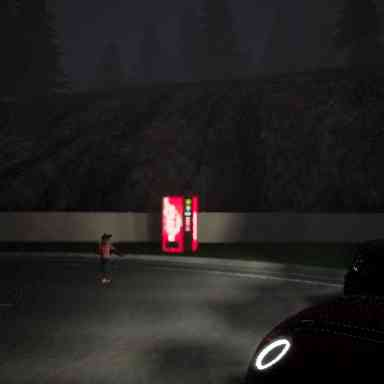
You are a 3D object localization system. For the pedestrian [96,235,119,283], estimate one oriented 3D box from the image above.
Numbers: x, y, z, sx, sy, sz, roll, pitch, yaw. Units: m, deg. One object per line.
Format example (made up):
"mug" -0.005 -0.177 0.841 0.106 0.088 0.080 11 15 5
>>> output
"pedestrian" -2.070 1.245 8.008 0.375 1.860 0.375 0 0 11

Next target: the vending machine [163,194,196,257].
"vending machine" -0.424 1.137 11.821 0.880 2.100 1.100 0 0 13

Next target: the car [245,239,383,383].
"car" 2.594 1.355 2.127 4.553 1.767 2.097 0 0 41

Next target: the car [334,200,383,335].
"car" 5.259 1.227 4.747 5.566 2.045 2.150 1 0 39
